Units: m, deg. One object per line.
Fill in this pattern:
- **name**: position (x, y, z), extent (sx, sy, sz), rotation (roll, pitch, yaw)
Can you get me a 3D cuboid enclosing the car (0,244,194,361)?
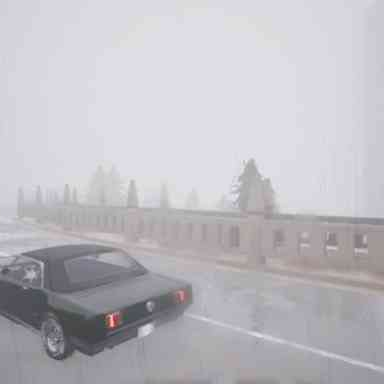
- **car**: position (-2.341, 1.623, 6.012), extent (4.718, 1.301, 1.895), rotation (0, 0, 39)
